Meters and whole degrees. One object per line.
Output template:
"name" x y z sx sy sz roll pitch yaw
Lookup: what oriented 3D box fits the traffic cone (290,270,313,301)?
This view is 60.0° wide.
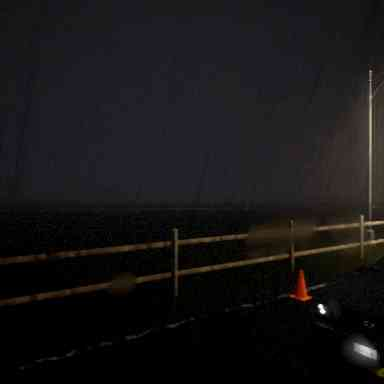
"traffic cone" 2.338 1.962 7.121 0.340 0.580 0.340 0 0 -35

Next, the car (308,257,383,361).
"car" 4.306 1.556 5.568 5.357 1.411 2.033 0 0 -34
